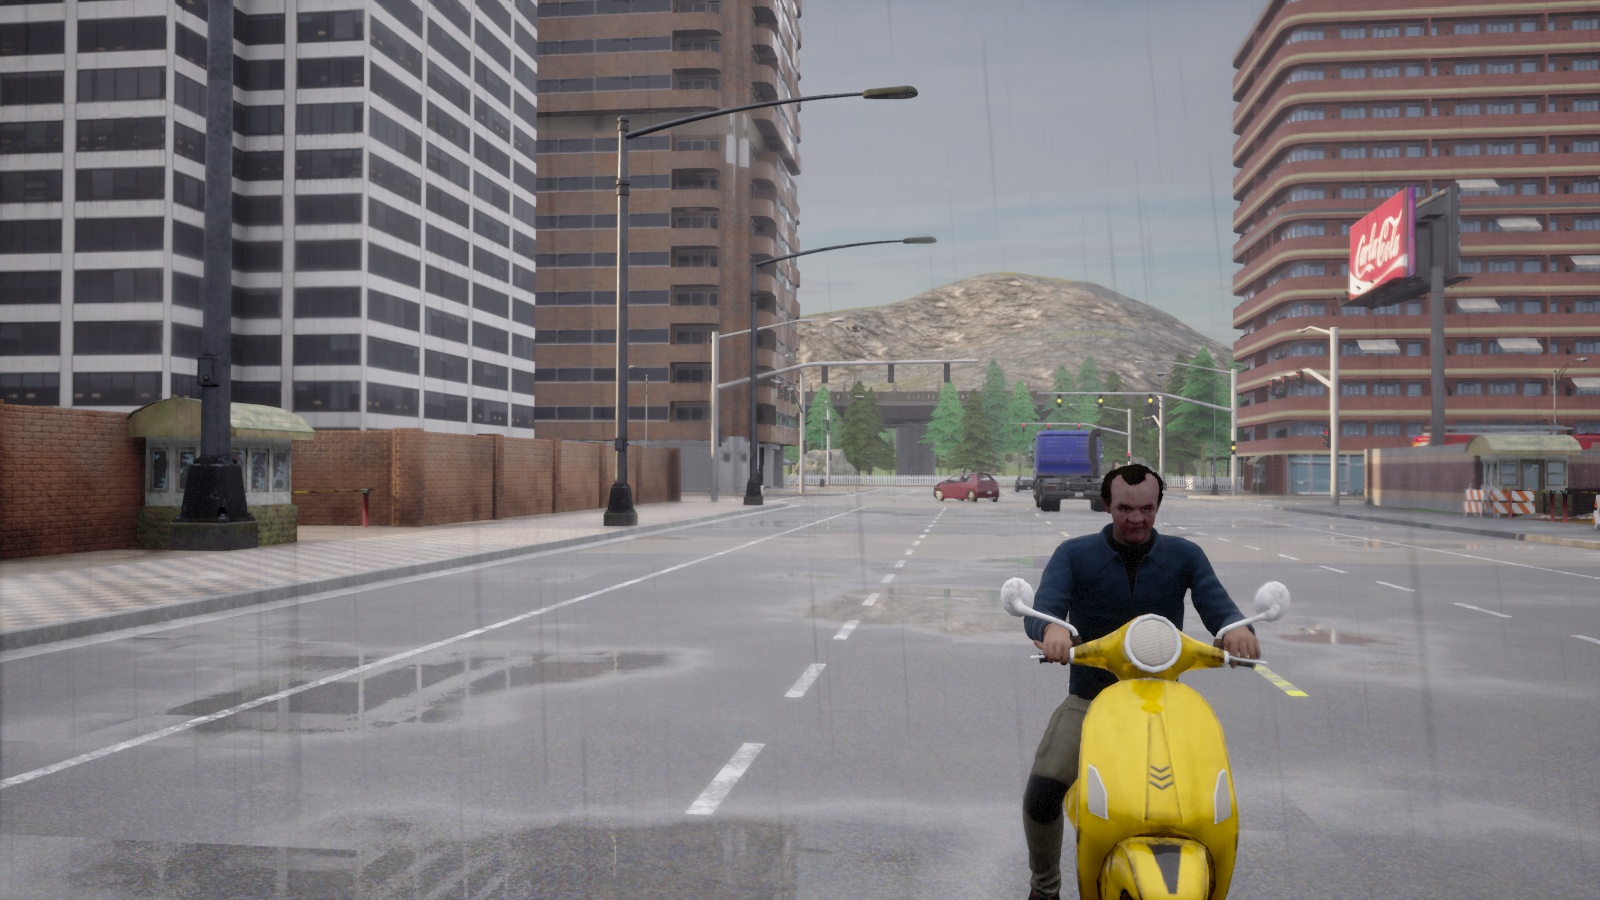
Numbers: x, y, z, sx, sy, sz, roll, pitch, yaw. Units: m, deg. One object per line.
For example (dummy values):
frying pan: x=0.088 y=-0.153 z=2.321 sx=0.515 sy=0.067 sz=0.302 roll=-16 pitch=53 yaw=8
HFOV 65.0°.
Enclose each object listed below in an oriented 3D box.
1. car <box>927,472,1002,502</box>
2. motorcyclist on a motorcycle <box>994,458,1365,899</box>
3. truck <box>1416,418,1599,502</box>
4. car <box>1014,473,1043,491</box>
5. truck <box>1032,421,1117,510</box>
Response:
car: x=8.433 y=1.876 z=64.538 sx=1.845 sy=1.501 sz=3.633 roll=1 pitch=-1 yaw=-35
motorcyclist on a motorcycle: x=1.080 y=0.831 z=4.042 sx=0.866 sy=1.590 sz=1.817 roll=0 pitch=-1 yaw=8
truck: x=33.893 y=0.500 z=58.850 sx=8.468 sy=3.827 sz=2.891 roll=0 pitch=-1 yaw=6
car: x=17.337 y=2.444 z=95.418 sx=1.895 sy=1.301 sz=4.718 roll=0 pitch=-1 yaw=8
truck: x=11.383 y=0.671 z=52.705 sx=2.891 sy=3.462 sz=7.936 roll=0 pitch=-1 yaw=8
